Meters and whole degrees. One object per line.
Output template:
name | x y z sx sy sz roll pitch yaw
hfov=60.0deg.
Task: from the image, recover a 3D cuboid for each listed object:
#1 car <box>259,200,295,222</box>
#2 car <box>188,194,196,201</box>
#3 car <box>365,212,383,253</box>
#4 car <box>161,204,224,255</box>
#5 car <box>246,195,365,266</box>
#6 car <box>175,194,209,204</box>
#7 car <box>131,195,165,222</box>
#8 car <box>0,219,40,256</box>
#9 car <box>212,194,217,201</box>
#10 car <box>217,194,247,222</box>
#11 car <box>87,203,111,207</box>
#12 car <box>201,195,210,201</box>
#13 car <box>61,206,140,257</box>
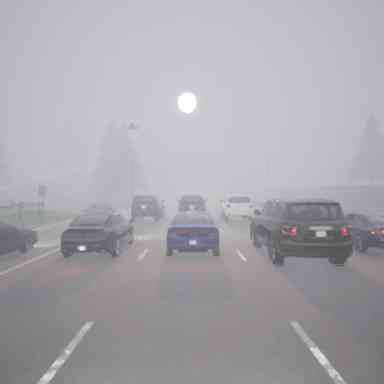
car | 7.032 1.509 27.941 1.837 1.490 4.892 0 0 1
car | -0.031 1.336 86.909 2.097 1.767 4.553 0 0 0
car | 7.045 1.527 13.551 1.812 1.442 4.674 0 0 0
car | 0.043 1.479 13.259 1.882 1.535 5.008 0 0 0
car | 3.532 1.224 11.731 2.150 2.045 5.566 0 0 0
car | 0.020 1.226 26.732 2.150 2.045 5.566 0 0 0
car | -3.481 1.226 26.719 2.150 2.045 5.566 0 0 0
car | -6.977 1.549 10.722 2.033 1.411 5.357 0 0 1
car | 6.969 1.524 87.325 2.128 1.511 4.902 0 0 0
car | 3.519 1.226 26.733 2.150 2.045 5.566 0 0 0
car | -7.094 1.551 25.712 2.033 1.411 5.357 0 0 -2
car | 3.470 1.538 86.107 2.033 1.411 5.357 0 0 0
car | -3.458 1.508 12.927 1.837 1.490 4.892 0 0 0
